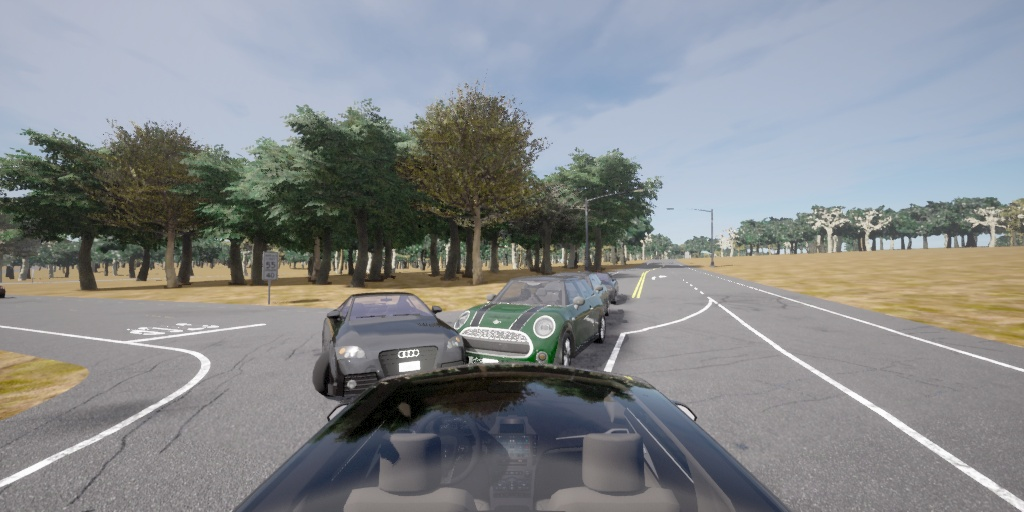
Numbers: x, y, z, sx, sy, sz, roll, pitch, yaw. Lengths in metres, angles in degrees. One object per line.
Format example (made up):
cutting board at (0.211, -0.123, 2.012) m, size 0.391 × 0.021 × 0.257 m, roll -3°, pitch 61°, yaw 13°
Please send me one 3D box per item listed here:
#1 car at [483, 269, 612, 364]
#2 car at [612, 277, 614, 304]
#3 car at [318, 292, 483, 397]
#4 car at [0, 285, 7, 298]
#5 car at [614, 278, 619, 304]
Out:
car at (0.617, 1.218, 7.821) m, size 2.097 × 1.767 × 4.553 m, roll -1°, pitch -2°, yaw 26°
car at (2.024, 1.344, 12.134) m, size 2.097 × 1.767 × 4.553 m, roll -1°, pitch -1°, yaw 21°
car at (-2.354, 1.376, 6.616) m, size 1.994 × 1.385 × 4.181 m, roll 1°, pitch -2°, yaw -29°
car at (-40.860, 2.561, 27.378) m, size 4.181 × 1.385 × 1.994 m, roll -2°, pitch -3°, yaw 22°
car at (4.217, 1.509, 17.861) m, size 1.994 × 1.385 × 4.181 m, roll -1°, pitch 0°, yaw 19°
